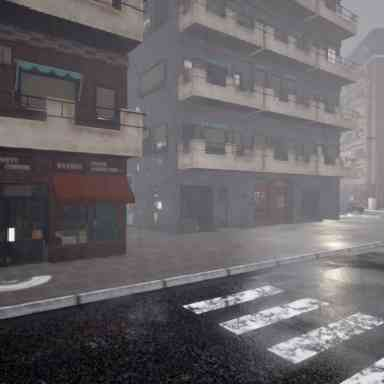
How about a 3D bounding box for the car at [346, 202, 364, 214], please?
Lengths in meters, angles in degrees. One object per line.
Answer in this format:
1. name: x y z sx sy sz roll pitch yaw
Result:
1. car: 18.050 1.789 38.328 1.895 1.301 4.718 0 0 5
